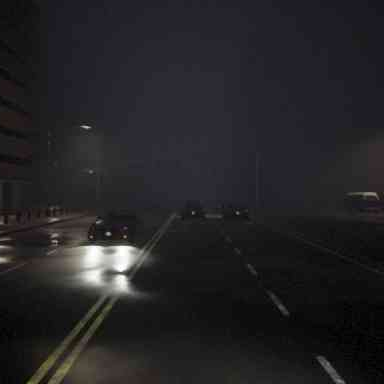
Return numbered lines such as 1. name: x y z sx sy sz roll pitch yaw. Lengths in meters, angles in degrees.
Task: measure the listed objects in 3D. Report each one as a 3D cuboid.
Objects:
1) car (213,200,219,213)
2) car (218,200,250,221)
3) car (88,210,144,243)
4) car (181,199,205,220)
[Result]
1. car: 3.494 1.567 37.860 2.033 1.411 5.357 0 0 1
2. car: 3.537 1.578 27.625 1.994 1.385 4.181 0 0 0
3. car: -3.525 1.574 16.016 1.994 1.385 4.181 0 0 0
4. car: 0.075 1.579 27.828 1.994 1.385 4.181 0 0 -1
